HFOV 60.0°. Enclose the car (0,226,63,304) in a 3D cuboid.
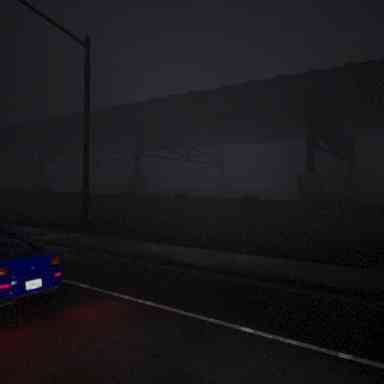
[{"bbox_3d":[-4.754,1.497,7.391,4.674,1.442,1.812,0,0,35],"label":"car"}]
